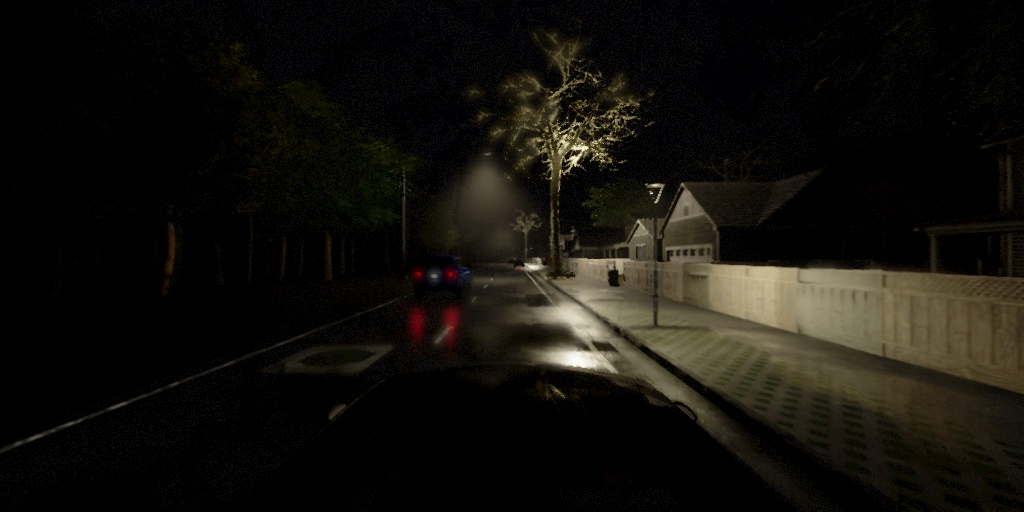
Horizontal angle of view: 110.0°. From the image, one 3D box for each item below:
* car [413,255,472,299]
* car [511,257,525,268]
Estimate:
[{"bbox_3d":[-3.393,0.978,18.346,2.150,2.045,5.566,0,0,0],"label":"car"},{"bbox_3d":[1.243,1.318,63.934,1.837,1.490,4.892,0,0,0],"label":"car"}]
